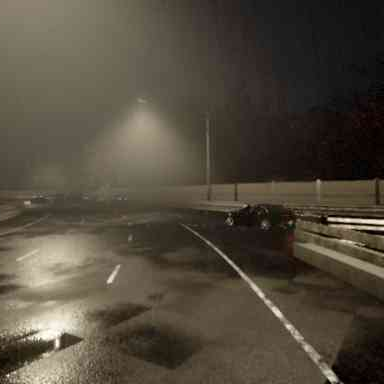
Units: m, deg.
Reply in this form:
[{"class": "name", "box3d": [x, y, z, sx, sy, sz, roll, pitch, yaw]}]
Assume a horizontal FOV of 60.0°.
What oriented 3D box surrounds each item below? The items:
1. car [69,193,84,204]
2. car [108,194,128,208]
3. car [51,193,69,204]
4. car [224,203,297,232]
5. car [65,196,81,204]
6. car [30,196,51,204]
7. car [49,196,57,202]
[{"class": "car", "box3d": [-24.839, 1.313, 70.481, 2.150, 2.045, 5.566, 0, 0, -41]}, {"class": "car", "box3d": [-10.480, 1.277, 46.906, 2.097, 1.767, 4.553, 1, -7, -21]}, {"class": "car", "box3d": [-27.931, 1.317, 68.646, 2.150, 2.045, 5.566, 0, 0, -41]}, {"class": "car", "box3d": [4.004, 1.465, 20.311, 1.837, 1.490, 4.892, -1, 0, -37]}, {"class": "car", "box3d": [-25.653, 1.700, 71.606, 1.882, 1.535, 5.008, 0, 0, -37]}, {"class": "car", "box3d": [-30.628, 1.649, 66.418, 2.033, 1.411, 5.357, 0, 0, -41]}, {"class": "car", "box3d": [-36.447, 1.828, 87.217, 1.812, 1.442, 4.674, 0, 0, -26]}]
